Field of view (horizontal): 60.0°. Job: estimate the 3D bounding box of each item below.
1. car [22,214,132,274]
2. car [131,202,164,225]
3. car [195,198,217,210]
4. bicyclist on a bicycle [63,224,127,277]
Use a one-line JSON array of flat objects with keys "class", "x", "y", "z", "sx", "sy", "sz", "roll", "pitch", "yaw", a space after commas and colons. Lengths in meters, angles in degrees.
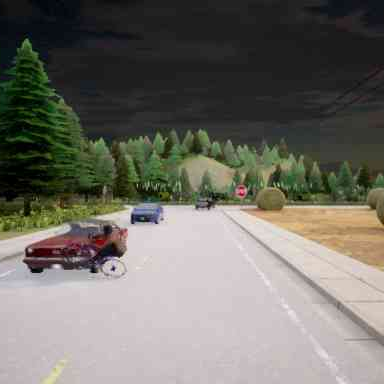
[{"class": "car", "x": -3.430, "y": 1.601, "z": 10.729, "sx": 1.895, "sy": 1.301, "sz": 4.718, "roll": 0, "pitch": 0, "yaw": 1}, {"class": "car", "x": -3.170, "y": 1.478, "z": 24.224, "sx": 1.882, "sy": 1.535, "sz": 5.008, "roll": 0, "pitch": 0, "yaw": 1}, {"class": "car", "x": 1.852, "y": 1.488, "z": 43.102, "sx": 2.128, "sy": 1.511, "sz": 4.902, "roll": 0, "pitch": 0, "yaw": 18}, {"class": "bicyclist on a bicycle", "x": -2.181, "y": 1.417, "z": 8.086, "sx": 1.656, "sy": 1.620, "sz": 0.582, "roll": 26, "pitch": 32, "yaw": -17}]
